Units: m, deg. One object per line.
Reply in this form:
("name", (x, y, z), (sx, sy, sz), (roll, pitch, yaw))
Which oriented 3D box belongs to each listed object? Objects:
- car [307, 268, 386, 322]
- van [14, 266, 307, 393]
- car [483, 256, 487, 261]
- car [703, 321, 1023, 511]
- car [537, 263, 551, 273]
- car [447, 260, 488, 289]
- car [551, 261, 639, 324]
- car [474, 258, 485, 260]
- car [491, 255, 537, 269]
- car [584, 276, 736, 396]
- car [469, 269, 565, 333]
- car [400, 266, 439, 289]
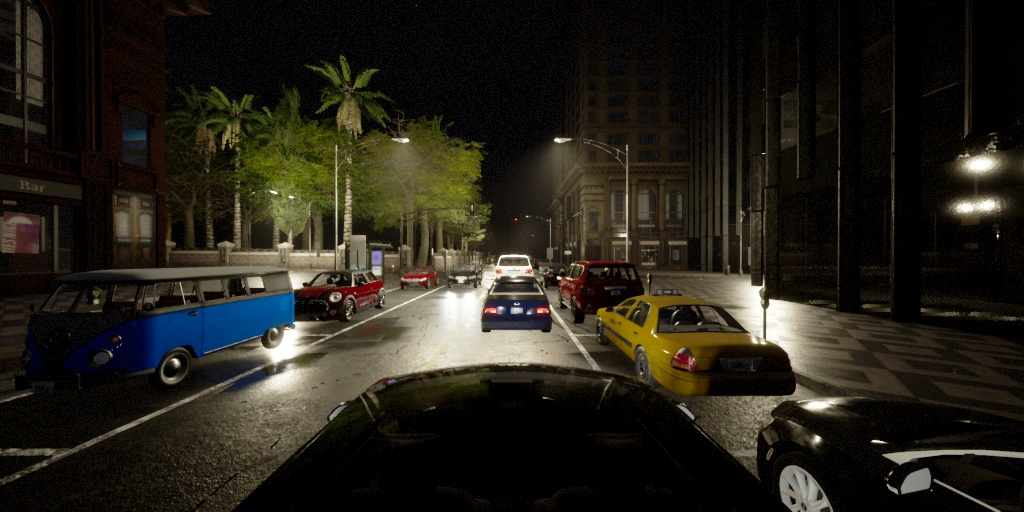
("car", (-5.761, 1.187, 11.925), (1.967, 1.591, 4.097), (0, 0, 0))
("van", (-5.762, 1.090, 6.499), (1.690, 1.789, 3.998), (0, 0, 0))
("car", (-5.750, 1.153, 60.057), (1.967, 1.591, 4.097), (0, 0, 0))
("car", (2.762, 1.300, 1.057), (2.007, 1.370, 4.403), (0, 0, 0))
("car", (2.767, 1.308, 22.758), (1.948, 1.339, 4.313), (0, 0, 0))
("car", (-2.995, 1.246, 23.540), (2.128, 1.511, 4.902), (0, 0, 0))
("car", (2.764, 1.062, 11.908), (2.192, 1.841, 5.009), (0, 0, 0))
("car", (-5.752, 1.269, 54.637), (2.007, 1.370, 4.403), (0, 0, 0))
("car", (0.105, 0.965, 21.299), (2.150, 2.045, 5.566), (0, 0, 0))
("car", (2.763, 1.274, 6.652), (1.751, 1.417, 4.829), (0, 0, 0))
("car", (0.105, 1.295, 10.728), (2.033, 1.411, 5.357), (0, 0, 0))
("car", (-5.759, 1.324, 22.778), (1.802, 1.307, 4.207), (0, 0, 0))
